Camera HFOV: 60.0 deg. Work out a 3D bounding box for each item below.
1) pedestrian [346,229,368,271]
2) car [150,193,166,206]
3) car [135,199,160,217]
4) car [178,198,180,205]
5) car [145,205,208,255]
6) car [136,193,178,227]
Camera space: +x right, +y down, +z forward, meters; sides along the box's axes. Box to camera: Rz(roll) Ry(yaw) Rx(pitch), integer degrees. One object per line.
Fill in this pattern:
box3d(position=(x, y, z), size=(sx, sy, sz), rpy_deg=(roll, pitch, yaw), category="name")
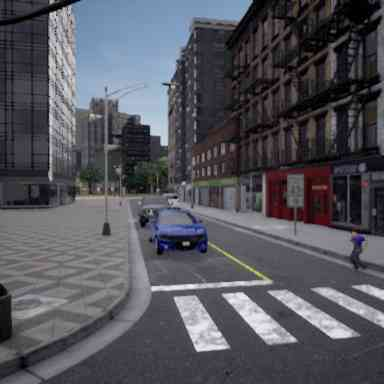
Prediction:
box3d(position=(4.702, 1.580, 9.401), size=(0.375, 1.300, 0.375), rpy_deg=(-1, 0, -11), category="pedestrian")
box3d(position=(-5.724, 1.263, 55.964), size=(2.150, 2.045, 5.566), rpy_deg=(0, 0, -11), category="car")
box3d(position=(-4.581, 1.555, 33.596), size=(2.128, 1.511, 4.902), rpy_deg=(0, 0, -11), category="car")
box3d(position=(-2.870, 1.284, 41.430), size=(2.150, 2.045, 5.566), rpy_deg=(0, 0, -11), category="car")
box3d(position=(-0.721, 1.508, 13.834), size=(1.882, 1.535, 5.008), rpy_deg=(0, 0, -12), category="car")
box3d(position=(-2.622, 1.272, 23.558), size=(2.150, 2.045, 5.566), rpy_deg=(0, 0, -11), category="car")
